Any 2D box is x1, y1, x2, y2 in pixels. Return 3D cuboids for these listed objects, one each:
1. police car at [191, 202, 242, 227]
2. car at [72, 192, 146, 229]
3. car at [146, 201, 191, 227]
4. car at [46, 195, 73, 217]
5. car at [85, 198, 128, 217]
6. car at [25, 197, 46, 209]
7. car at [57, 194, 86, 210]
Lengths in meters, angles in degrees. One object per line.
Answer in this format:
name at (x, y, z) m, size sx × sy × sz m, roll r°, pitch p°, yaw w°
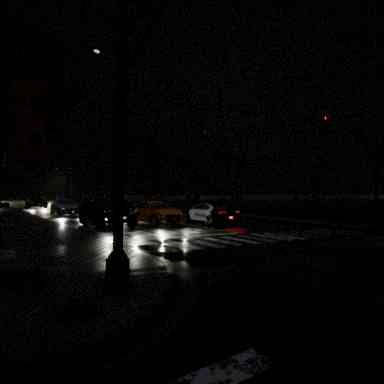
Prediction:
police car at (1.072, 1.446, 22.679) m, size 2.038 × 1.542 × 4.974 m, roll 1°, pitch -1°, yaw -35°
car at (-5.207, 1.018, 20.168) m, size 2.150 × 2.045 × 5.566 m, roll 1°, pitch -1°, yaw -35°
car at (-2.451, 1.340, 21.889) m, size 1.882 × 1.535 × 5.008 m, roll 1°, pitch 0°, yaw -35°
car at (-10.636, 1.271, 27.994) m, size 1.812 × 1.442 × 4.674 m, roll 1°, pitch 0°, yaw -35°
car at (-7.691, 1.305, 29.470) m, size 2.128 × 1.511 × 4.902 m, roll 1°, pitch 0°, yaw -35°
car at (-18.331, 1.239, 39.176) m, size 1.994 × 1.385 × 4.181 m, roll 1°, pitch 0°, yaw -34°
car at (-14.106, 1.106, 38.774) m, size 2.097 × 1.767 × 4.553 m, roll 1°, pitch -1°, yaw -34°
